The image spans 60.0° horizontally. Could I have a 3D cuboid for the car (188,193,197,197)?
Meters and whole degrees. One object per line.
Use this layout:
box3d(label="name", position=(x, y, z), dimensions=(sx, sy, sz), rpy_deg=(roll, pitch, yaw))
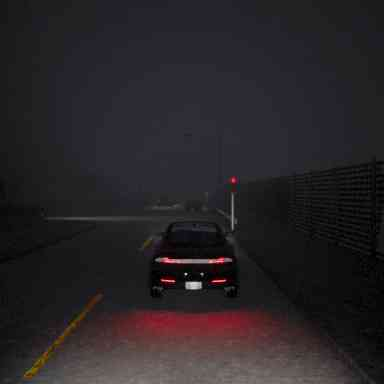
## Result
box3d(label="car", position=(0.056, 1.225, 87.465), dimensions=(2.150, 2.045, 5.566), rpy_deg=(0, 0, 0))

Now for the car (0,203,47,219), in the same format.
box3d(label="car", position=(-14.918, 1.601, 28.194), dimensions=(4.718, 1.301, 1.895), rpy_deg=(0, 0, 0))

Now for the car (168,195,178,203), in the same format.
box3d(label="car", position=(-3.951, 1.478, 71.138), dimensions=(1.882, 1.535, 5.008), rpy_deg=(0, 0, 0))

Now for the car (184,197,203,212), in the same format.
box3d(label="car", position=(0.212, 1.601, 38.879), dimensions=(1.895, 1.301, 4.718), rpy_deg=(0, 0, 4))

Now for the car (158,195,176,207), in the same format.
box3d(label="car", position=(-4.060, 1.352, 51.335), dimensions=(2.097, 1.767, 4.553), rpy_deg=(0, 0, 0))

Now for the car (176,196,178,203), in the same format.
box3d(label="car", position=(-4.025, 1.601, 60.703), dimensions=(1.895, 1.301, 4.718), rpy_deg=(0, 0, 0))

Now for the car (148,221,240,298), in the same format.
box3d(label="car", position=(0.054, 1.492, 8.498), dimensions=(2.128, 1.511, 4.902), rpy_deg=(0, 0, 1))
